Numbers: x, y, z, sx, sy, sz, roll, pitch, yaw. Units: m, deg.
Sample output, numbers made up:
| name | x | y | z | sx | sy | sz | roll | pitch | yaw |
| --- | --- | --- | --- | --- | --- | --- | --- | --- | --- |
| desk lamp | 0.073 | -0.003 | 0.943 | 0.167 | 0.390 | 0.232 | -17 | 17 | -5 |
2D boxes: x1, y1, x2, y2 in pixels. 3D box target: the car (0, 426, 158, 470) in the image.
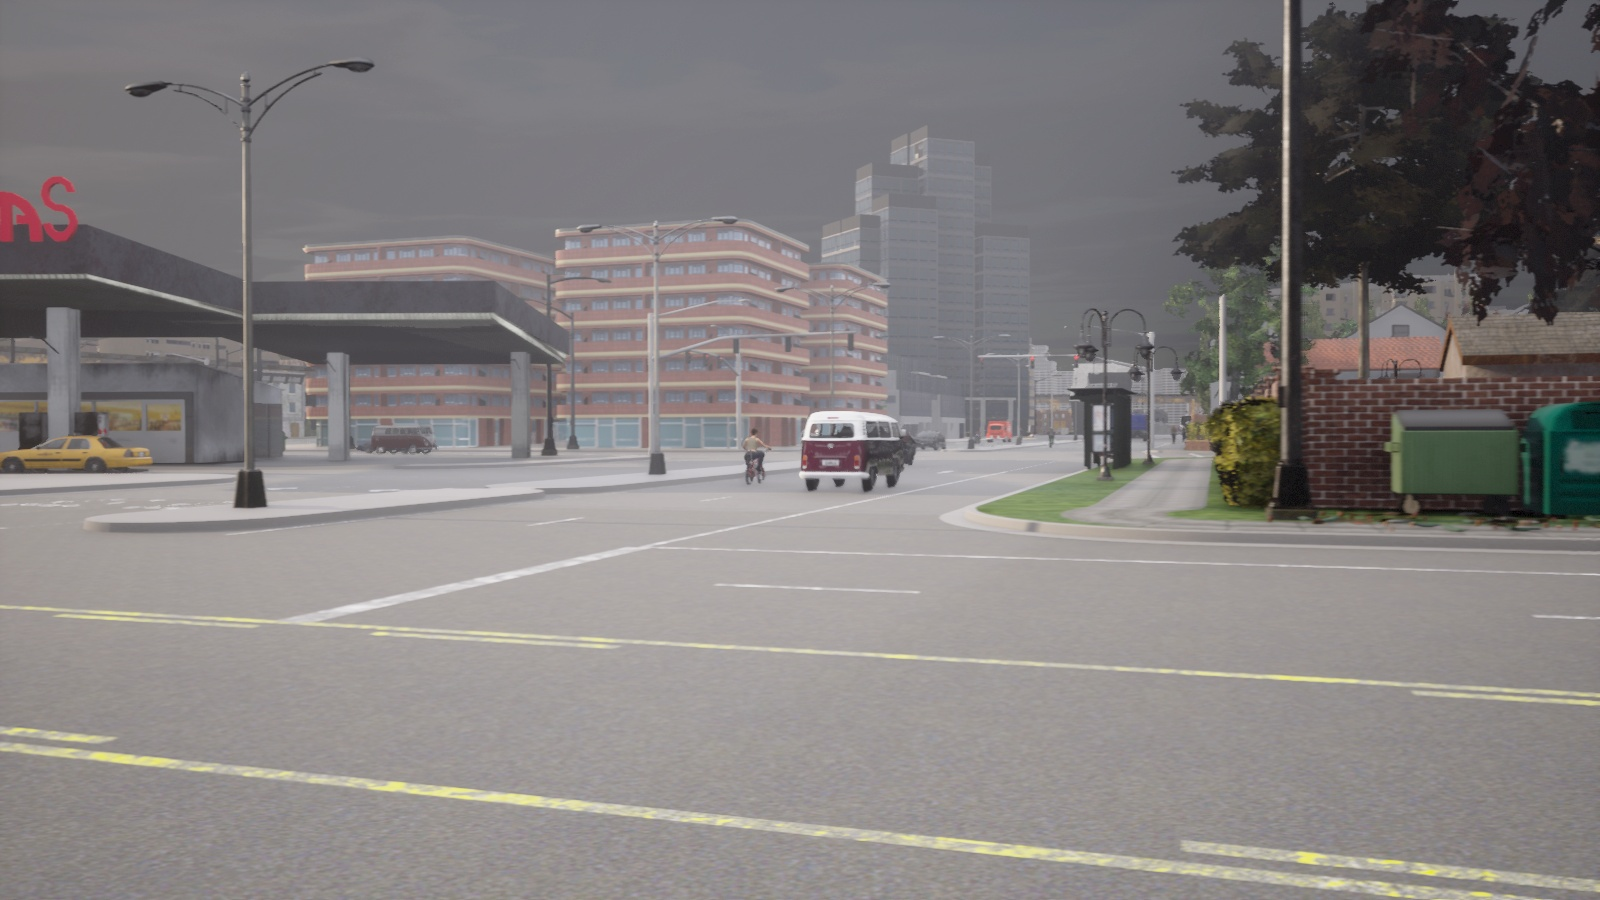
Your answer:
| name | x | y | z | sx | sy | sz | roll | pitch | yaw |
| --- | --- | --- | --- | --- | --- | --- | --- | --- | --- |
| car | -26.695 | -0.075 | 46.033 | 5.366 | 1.575 | 1.801 | 0 | 1 | -2 |

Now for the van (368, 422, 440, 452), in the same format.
| name | x | y | z | sx | sy | sz | roll | pitch | yaw |
| --- | --- | --- | --- | --- | --- | --- | --- | --- | --- |
| van | -26.898 | -0.892 | 85.329 | 4.442 | 1.987 | 1.775 | 1 | 1 | 17 |

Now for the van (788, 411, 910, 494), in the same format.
| name | x | y | z | sx | sy | sz | roll | pitch | yaw |
| --- | --- | --- | --- | --- | --- | --- | --- | --- | --- |
| van | 1.381 | 0.023 | 33.179 | 2.069 | 2.038 | 4.480 | 1 | 1 | 18 |

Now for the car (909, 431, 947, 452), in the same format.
| name | x | y | z | sx | sy | sz | roll | pitch | yaw |
| --- | --- | --- | --- | --- | --- | --- | --- | --- | --- |
| car | 9.668 | -0.650 | 94.650 | 1.837 | 1.490 | 4.892 | 1 | 1 | 19 |

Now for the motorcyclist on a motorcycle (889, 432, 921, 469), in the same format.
| name | x | y | z | sx | sy | sz | roll | pitch | yaw |
| --- | --- | --- | --- | --- | --- | --- | --- | --- | --- |
| motorcyclist on a motorcycle | 4.500 | 0.018 | 53.687 | 0.866 | 1.530 | 2.191 | 1 | 1 | 18 |

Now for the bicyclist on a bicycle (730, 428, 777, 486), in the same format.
| name | x | y | z | sx | sy | sz | roll | pitch | yaw |
| --- | --- | --- | --- | --- | --- | --- | --- | --- | --- |
| bicyclist on a bicycle | -1.333 | 0.179 | 36.095 | 0.866 | 1.612 | 1.509 | 0 | 1 | 18 |

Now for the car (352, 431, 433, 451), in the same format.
| name | x | y | z | sx | sy | sz | roll | pitch | yaw |
| --- | --- | --- | --- | --- | --- | --- | --- | --- | --- |
| car | -29.094 | -0.676 | 89.692 | 5.357 | 1.411 | 2.033 | 1 | 1 | 17 |
